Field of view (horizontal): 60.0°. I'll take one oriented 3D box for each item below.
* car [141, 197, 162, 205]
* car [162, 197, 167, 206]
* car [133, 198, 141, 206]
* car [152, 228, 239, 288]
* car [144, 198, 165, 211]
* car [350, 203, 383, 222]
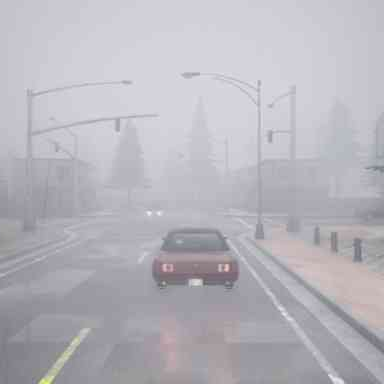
[{"bbox_3d":[-6.329,1.760,51.867,1.837,1.490,4.892,0,0,-15],"label":"car"},{"bbox_3d":[-6.332,1.670,63.241,2.097,1.767,4.553,0,0,-23],"label":"car"},{"bbox_3d":[-9.581,1.787,61.603,1.882,1.535,5.008,0,0,-23],"label":"car"},{"bbox_3d":[0.074,1.654,9.328,1.895,1.301,4.718,0,0,0],"label":"car"},{"bbox_3d":[-4.826,1.770,43.118,1.994,1.385,4.181,0,0,-6],"label":"car"},{"bbox_3d":[15.769,1.631,27.562,4.902,1.511,2.128,0,0,2],"label":"car"}]
